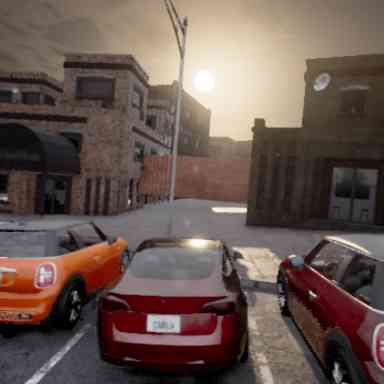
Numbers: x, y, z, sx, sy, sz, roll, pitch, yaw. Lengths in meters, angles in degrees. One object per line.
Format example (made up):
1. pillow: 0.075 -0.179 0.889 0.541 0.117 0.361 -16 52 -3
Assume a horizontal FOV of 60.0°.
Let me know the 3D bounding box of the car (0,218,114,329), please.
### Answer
1. car: -2.816 1.345 7.104 2.185 1.767 4.553 0 -1 4

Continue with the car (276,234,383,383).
1. car: 2.556 1.369 4.665 2.185 1.767 4.553 0 -1 5

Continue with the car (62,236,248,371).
1. car: -0.125 1.513 5.943 2.163 1.488 4.792 0 -1 4
